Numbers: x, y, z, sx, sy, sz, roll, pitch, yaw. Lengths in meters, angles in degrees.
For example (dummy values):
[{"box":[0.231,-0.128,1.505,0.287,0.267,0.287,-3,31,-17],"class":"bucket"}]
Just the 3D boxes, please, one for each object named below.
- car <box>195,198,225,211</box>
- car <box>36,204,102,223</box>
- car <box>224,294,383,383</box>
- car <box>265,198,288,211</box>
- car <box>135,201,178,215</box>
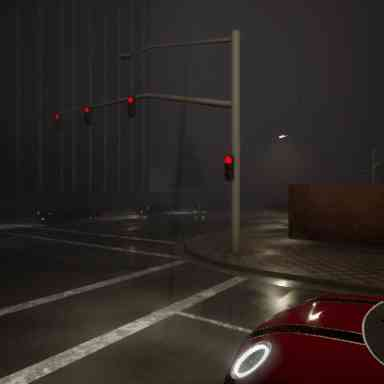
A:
[{"box":[2.306,1.491,41.820,2.128,1.511,4.902,0,0,36],"class":"car"},{"box":[-9.319,1.601,25.455,1.895,1.301,4.718,0,0,35],"class":"car"},{"box":[2.449,1.352,2.211,4.553,1.767,2.097,0,0,36],"class":"car"},{"box":[10.746,1.492,41.332,2.128,1.511,4.902,0,0,36],"class":"car"},{"box":[-3.538,1.601,33.610,1.895,1.301,4.718,0,0,35],"class":"car"}]
